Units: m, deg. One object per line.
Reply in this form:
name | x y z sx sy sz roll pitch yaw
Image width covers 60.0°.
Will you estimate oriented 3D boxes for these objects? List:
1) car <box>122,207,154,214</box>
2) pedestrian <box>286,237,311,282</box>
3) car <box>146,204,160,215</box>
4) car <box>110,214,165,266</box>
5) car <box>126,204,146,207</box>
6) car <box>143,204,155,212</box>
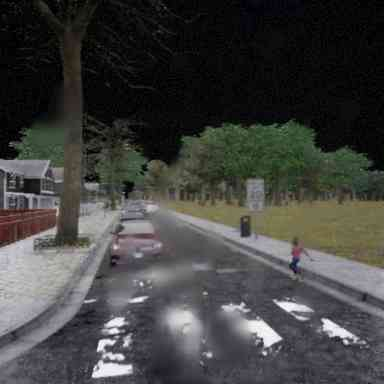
car | -4.039 2.044 23.071 2.033 1.411 5.357 -1 -1 -11
pedestrian | 2.786 1.433 8.797 0.375 1.860 0.375 0 -2 -11
car | -5.622 2.488 47.488 1.812 1.442 4.674 -1 -1 -10
car | -2.140 1.810 12.915 1.812 1.442 4.674 -1 -1 -10
car | -6.296 2.100 35.137 2.097 1.767 4.553 -1 -1 -10
car | -7.472 2.763 57.334 1.895 1.301 4.718 -1 -1 -10
